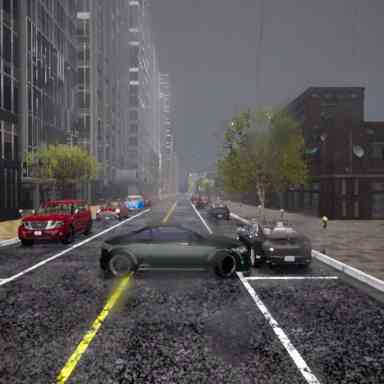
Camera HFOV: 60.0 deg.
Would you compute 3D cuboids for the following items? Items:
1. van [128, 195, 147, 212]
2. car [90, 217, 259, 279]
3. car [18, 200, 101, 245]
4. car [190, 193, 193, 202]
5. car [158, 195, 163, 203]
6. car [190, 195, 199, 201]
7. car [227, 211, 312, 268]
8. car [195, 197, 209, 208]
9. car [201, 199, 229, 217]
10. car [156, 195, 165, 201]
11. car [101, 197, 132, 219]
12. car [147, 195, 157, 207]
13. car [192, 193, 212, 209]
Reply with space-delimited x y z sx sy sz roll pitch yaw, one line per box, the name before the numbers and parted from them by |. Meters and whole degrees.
van | -6.652 1.336 38.562 1.690 1.788 3.998 -1 0 -1
car | -0.457 1.558 9.506 4.181 1.385 1.994 0 0 -1
car | -6.174 1.313 15.700 2.192 1.841 5.009 -1 0 -1
car | 0.883 1.304 71.962 2.192 1.841 5.009 -1 0 -1
car | -7.351 1.534 66.227 1.887 1.381 4.507 -1 0 -1
car | 0.606 1.552 83.027 1.947 1.339 4.313 -1 0 -1
car | 2.561 1.550 11.105 2.008 1.369 4.403 -1 0 -1
car | 1.444 1.518 50.000 1.752 1.417 4.829 -1 0 -1
car | 2.041 1.548 26.965 2.008 1.369 4.403 -1 0 -1
car | -7.768 1.512 82.656 1.752 1.417 4.829 -1 0 -1
car | -6.362 1.437 26.768 1.967 1.590 4.097 -1 0 -1
car | -6.932 1.308 49.628 2.192 1.841 5.009 -1 0 -1
car | 1.585 1.309 44.298 2.192 1.841 5.009 -1 0 -1
